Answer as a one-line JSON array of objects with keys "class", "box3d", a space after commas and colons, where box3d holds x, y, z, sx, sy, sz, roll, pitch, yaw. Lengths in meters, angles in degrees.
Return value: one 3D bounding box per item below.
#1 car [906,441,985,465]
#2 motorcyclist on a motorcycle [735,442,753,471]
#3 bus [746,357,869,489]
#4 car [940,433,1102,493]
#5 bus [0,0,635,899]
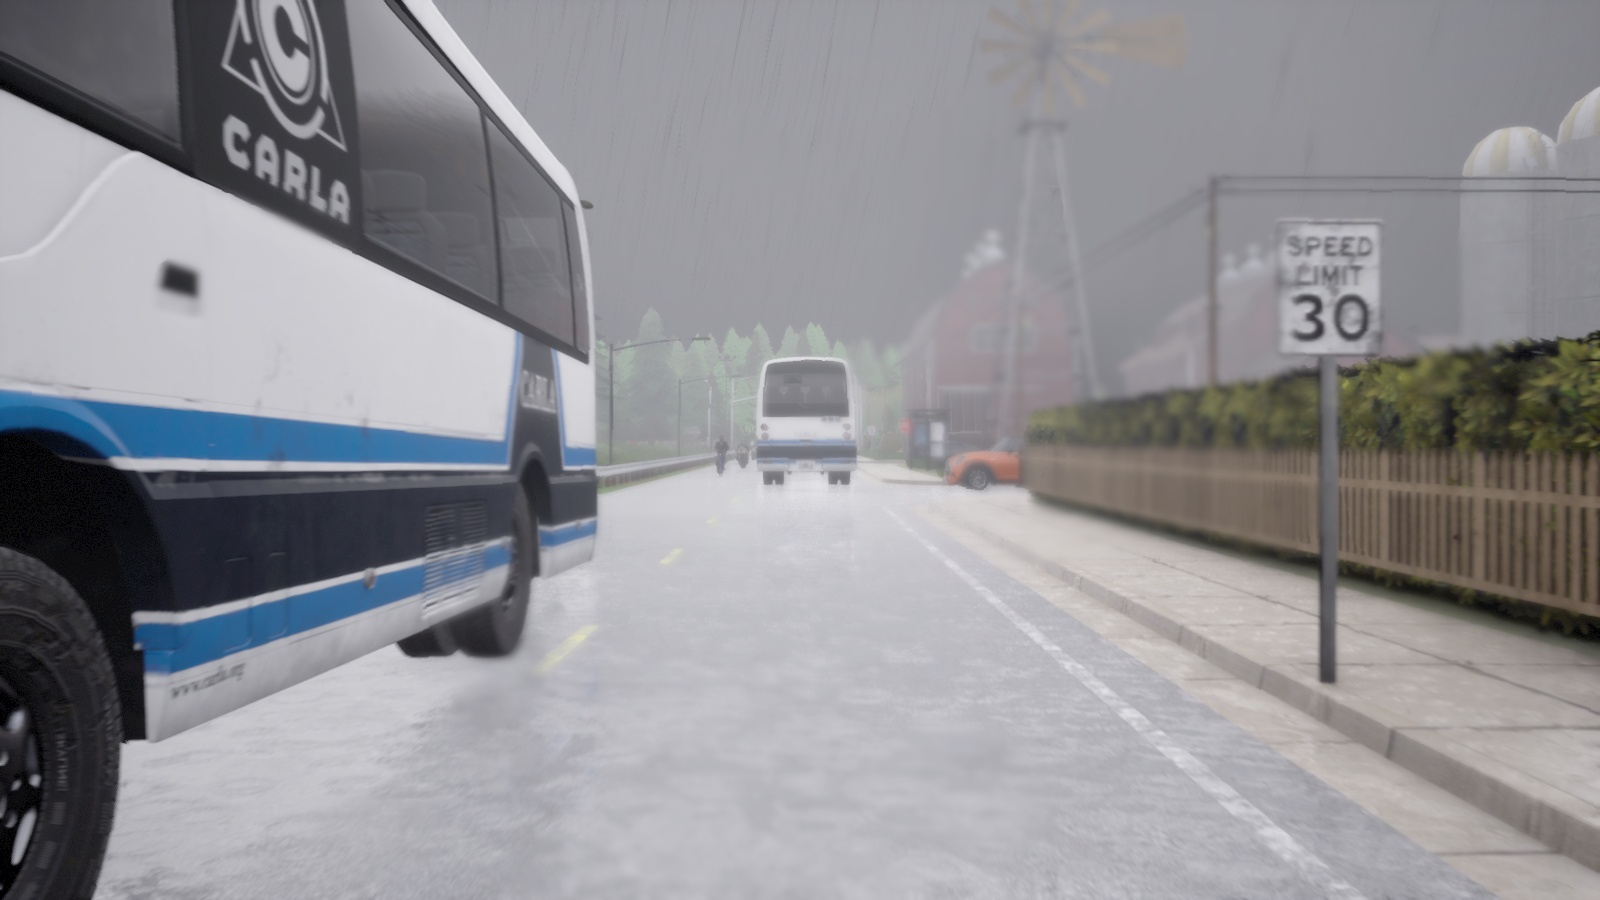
[{"class": "car", "box3d": [9.377, 0.206, 81.154, 4.902, 1.511, 2.128, 0, 0, 1]}, {"class": "motorcyclist on a motorcycle", "box3d": [-3.091, 0.349, 69.155, 0.866, 1.530, 2.191, 0, 1, 0]}, {"class": "bus", "box3d": [0.276, -0.913, 45.554, 3.944, 4.253, 10.273, 0, 0, 0]}, {"class": "car", "box3d": [6.653, 0.373, 38.255, 4.553, 1.767, 2.097, 0, 0, 0]}, {"class": "bus", "box3d": [-3.450, -0.668, 5.884, 3.944, 4.253, 10.273, 0, -1, 0]}]
